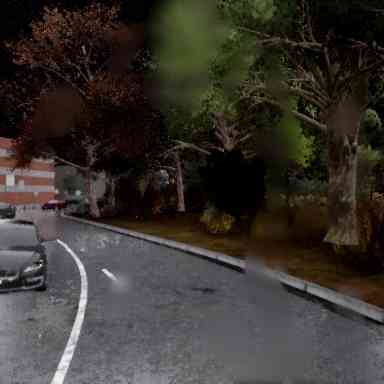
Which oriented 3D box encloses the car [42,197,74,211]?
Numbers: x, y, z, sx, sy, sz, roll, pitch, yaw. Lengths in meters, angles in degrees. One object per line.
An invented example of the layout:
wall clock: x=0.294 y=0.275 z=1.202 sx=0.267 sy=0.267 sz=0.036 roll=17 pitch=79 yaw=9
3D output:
car: x=-18.696 y=1.772 z=45.720 sx=1.882 sy=1.535 sz=5.008 roll=0 pitch=0 yaw=6

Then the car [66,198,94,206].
car: x=-21.324 y=1.873 z=63.348 sx=4.674 sy=1.452 sz=2.002 roll=0 pitch=0 yaw=6

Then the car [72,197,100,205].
car: x=-21.037 y=1.845 z=66.161 sx=5.008 sy=1.535 sz=2.097 roll=0 pitch=0 yaw=6

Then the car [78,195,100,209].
car: x=-14.882 y=1.645 z=50.414 sx=2.097 sy=1.767 sz=4.553 roll=0 pitch=0 yaw=6

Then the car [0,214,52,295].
car: x=-4.766 y=1.509 z=8.578 sx=1.837 sy=1.490 sz=4.892 roll=0 pitch=-1 yaw=-25

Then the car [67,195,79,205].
car: x=-21.638 y=1.569 z=60.541 sx=5.566 sy=2.045 sz=2.435 roll=0 pitch=0 yaw=6

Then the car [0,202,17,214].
car: x=-15.458 y=1.617 z=26.975 sx=1.837 sy=1.490 sz=4.892 roll=-1 pitch=0 yaw=-30

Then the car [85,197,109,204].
car: x=-20.456 y=1.906 z=71.781 sx=4.674 sy=1.452 sz=2.002 roll=0 pitch=0 yaw=6
